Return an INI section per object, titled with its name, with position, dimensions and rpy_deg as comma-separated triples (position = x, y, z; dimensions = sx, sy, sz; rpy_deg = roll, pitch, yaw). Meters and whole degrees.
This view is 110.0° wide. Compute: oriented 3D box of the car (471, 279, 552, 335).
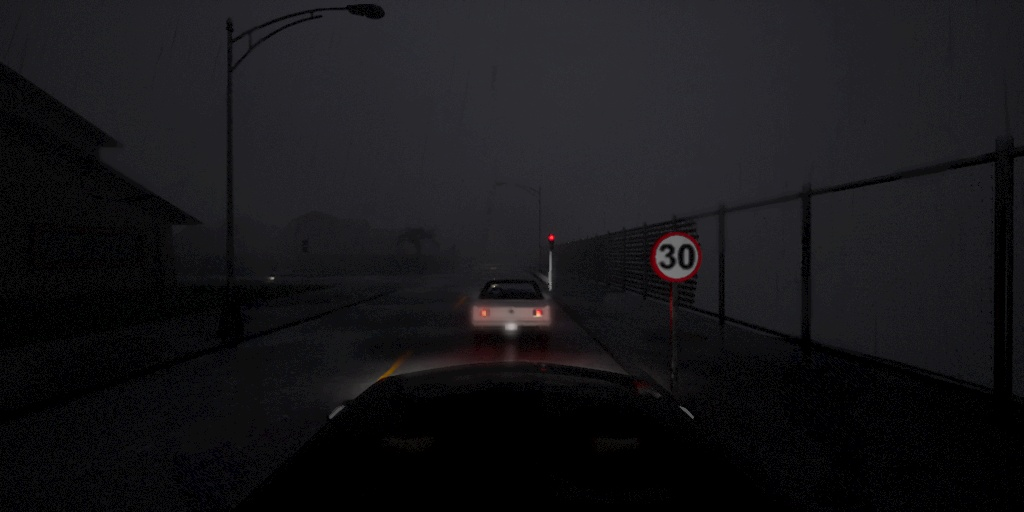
[car]
position = -0.011, 1.317, 10.376
dimensions = 1.895, 1.301, 4.718
rpy_deg = 0, 0, 0

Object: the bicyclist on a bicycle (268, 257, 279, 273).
[bicyclist on a bicycle]
position = -24.356, 0.961, 36.662
dimensions = 0.582, 1.620, 1.656
rpy_deg = 0, 1, 0
